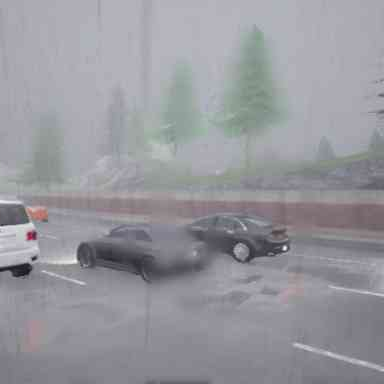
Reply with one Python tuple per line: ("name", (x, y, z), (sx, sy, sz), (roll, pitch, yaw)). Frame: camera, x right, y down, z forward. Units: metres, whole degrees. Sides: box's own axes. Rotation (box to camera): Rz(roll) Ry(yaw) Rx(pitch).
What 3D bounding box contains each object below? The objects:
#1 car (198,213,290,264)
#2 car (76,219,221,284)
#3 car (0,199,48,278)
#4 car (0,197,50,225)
("car", (1.056, 1.522, 12.096), (4.892, 1.490, 1.837), (0, 0, 39))
("car", (-1.530, 1.567, 9.698), (4.181, 1.385, 1.994), (0, 0, 39))
("car", (-6.284, 1.203, 9.070), (5.566, 2.045, 2.150), (0, 0, 40))
("car", (-12.383, 1.322, 24.460), (2.097, 1.767, 4.553), (0, 0, -44))
